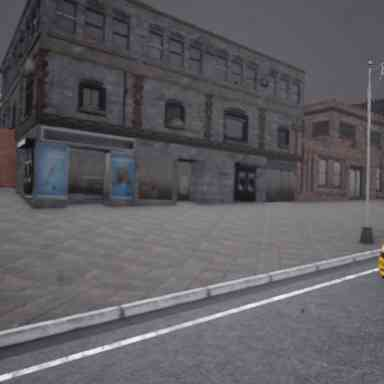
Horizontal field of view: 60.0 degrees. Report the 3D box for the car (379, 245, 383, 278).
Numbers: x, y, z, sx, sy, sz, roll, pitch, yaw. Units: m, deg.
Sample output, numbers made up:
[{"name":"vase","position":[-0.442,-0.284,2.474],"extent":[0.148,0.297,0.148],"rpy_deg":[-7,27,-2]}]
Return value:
[{"name":"car","position":[6.783,1.454,8.662],"extent":[5.008,1.535,1.882],"rpy_deg":[0,0,-36]}]
